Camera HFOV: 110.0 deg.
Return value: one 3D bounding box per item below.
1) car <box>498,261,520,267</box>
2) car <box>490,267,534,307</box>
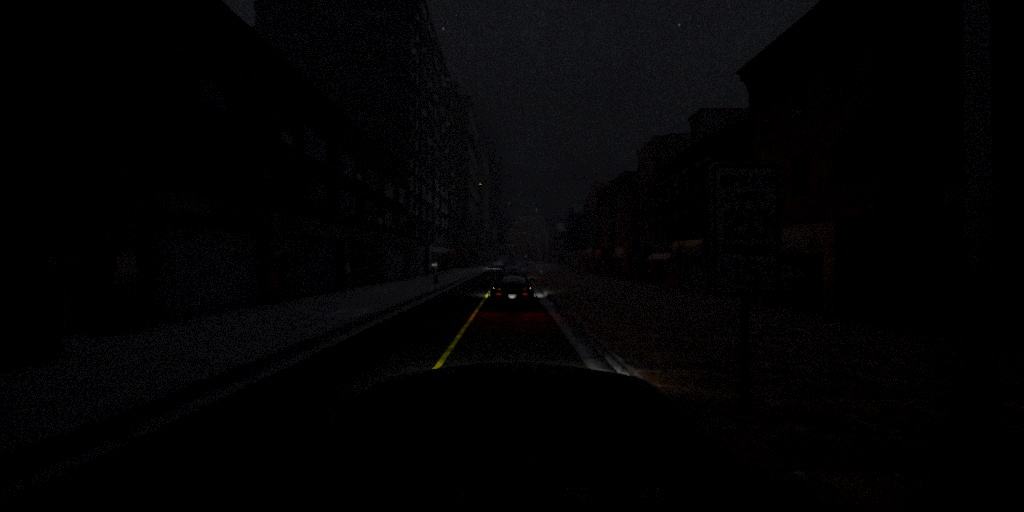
[{"bbox_3d":[0.018,1.479,31.339,1.882,1.535,5.008,0,0,0],"label":"car"},{"bbox_3d":[0.012,1.410,16.229,1.812,1.442,4.674,0,0,0],"label":"car"}]
